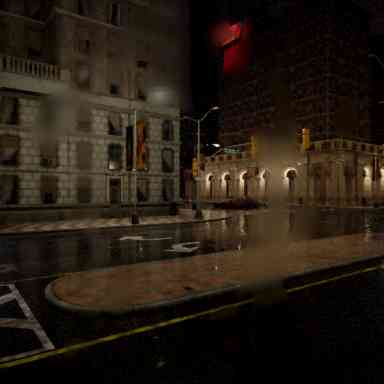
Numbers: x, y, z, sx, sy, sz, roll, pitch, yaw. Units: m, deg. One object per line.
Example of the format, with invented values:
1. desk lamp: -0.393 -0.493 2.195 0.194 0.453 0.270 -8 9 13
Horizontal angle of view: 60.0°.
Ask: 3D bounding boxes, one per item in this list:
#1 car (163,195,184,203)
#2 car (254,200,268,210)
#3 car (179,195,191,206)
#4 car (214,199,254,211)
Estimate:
1. car: -3.994 1.513 70.881 2.128 1.511 4.902 0 0 -35
2. car: 7.169 1.547 42.748 2.033 1.411 5.357 0 0 -36
3. car: -2.060 1.351 55.706 2.097 1.767 4.553 0 0 -35
4. car: 4.791 1.601 40.053 1.895 1.301 4.718 0 0 -36
